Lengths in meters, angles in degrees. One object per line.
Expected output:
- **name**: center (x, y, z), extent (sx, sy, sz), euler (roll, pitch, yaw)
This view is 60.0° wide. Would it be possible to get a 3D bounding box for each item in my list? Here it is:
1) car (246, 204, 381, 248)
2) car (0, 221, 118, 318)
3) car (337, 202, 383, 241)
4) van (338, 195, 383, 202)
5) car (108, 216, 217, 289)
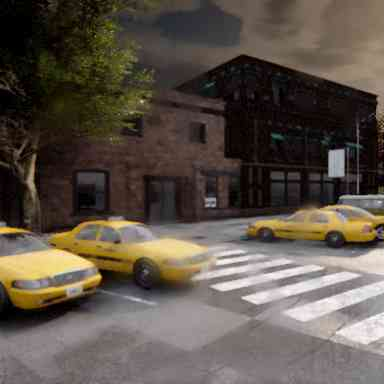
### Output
- **car**: center (5.099, 1.470, 14.760), extent (5.366, 1.575, 1.946), euler (-1, 0, 34)
- **car**: center (-4.331, 1.478, 7.513), extent (5.366, 1.575, 1.946), euler (-1, -1, 34)
- **car**: center (7.674, 1.438, 16.436), extent (5.008, 1.535, 2.097), euler (-1, -1, 34)
- **van**: center (9.988, 1.174, 18.259), extent (4.442, 1.987, 1.878), euler (-1, 0, 34)
- **car**: center (-1.896, 1.477, 9.269), extent (5.366, 1.575, 1.946), euler (-1, -1, 34)
